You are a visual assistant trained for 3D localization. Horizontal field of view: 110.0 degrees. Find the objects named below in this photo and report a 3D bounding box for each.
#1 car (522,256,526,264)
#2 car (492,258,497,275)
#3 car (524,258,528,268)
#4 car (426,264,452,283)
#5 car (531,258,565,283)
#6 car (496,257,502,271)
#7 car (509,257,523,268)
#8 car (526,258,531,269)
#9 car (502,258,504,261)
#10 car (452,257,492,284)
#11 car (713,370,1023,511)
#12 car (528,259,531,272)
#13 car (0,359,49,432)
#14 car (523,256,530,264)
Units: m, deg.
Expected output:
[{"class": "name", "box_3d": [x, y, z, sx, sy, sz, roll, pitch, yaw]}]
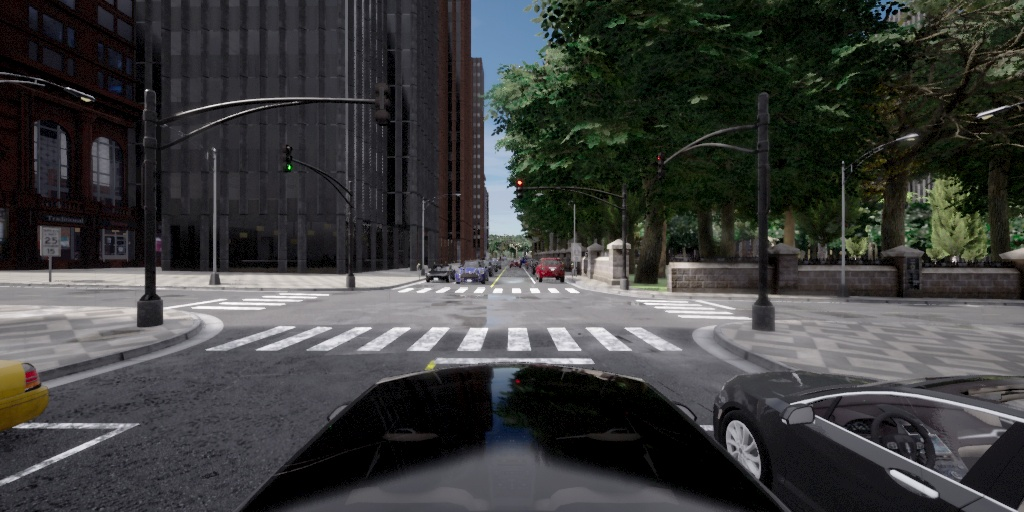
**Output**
[{"class": "car", "box_3d": [3.229, 1.236, 61.126, 1.967, 1.591, 4.097, 0, 0, 0]}, {"class": "car", "box_3d": [-2.831, 1.273, 35.953, 1.837, 1.490, 4.892, 0, 0, 1]}, {"class": "car", "box_3d": [3.143, 1.334, 50.214, 2.007, 1.370, 4.403, 0, 0, 0]}, {"class": "car", "box_3d": [-5.554, 1.326, 28.447, 1.948, 1.339, 4.313, 0, 0, 0]}, {"class": "car", "box_3d": [2.971, 1.075, 28.389, 2.192, 1.841, 5.009, 0, 0, 0]}, {"class": "car", "box_3d": [-2.751, 1.270, 45.450, 2.128, 1.511, 4.902, 0, 0, 0]}, {"class": "car", "box_3d": [0.554, 1.322, 61.261, 1.812, 1.442, 4.674, 0, 0, 0]}, {"class": "car", "box_3d": [3.100, 1.328, 44.757, 2.007, 1.370, 4.403, 0, 0, 0]}, {"class": "car", "box_3d": [-2.648, 1.354, 55.440, 1.994, 1.385, 4.181, 0, 0, 1]}, {"class": "car", "box_3d": [-2.904, 1.111, 26.850, 2.097, 1.767, 4.553, 0, 0, 0]}, {"class": "car", "box_3d": [2.760, 1.300, 1.725, 2.007, 1.370, 4.403, 0, 0, 0]}, {"class": "car", "box_3d": [3.057, 1.337, 39.301, 1.948, 1.339, 4.313, 0, 0, 0]}, {"class": "car", "box_3d": [-5.766, 1.275, 1.613, 1.751, 1.417, 4.829, 0, 0, 0]}, {"class": "car", "box_3d": [3.186, 1.230, 55.670, 1.967, 1.591, 4.097, 0, 0, 0]}]
